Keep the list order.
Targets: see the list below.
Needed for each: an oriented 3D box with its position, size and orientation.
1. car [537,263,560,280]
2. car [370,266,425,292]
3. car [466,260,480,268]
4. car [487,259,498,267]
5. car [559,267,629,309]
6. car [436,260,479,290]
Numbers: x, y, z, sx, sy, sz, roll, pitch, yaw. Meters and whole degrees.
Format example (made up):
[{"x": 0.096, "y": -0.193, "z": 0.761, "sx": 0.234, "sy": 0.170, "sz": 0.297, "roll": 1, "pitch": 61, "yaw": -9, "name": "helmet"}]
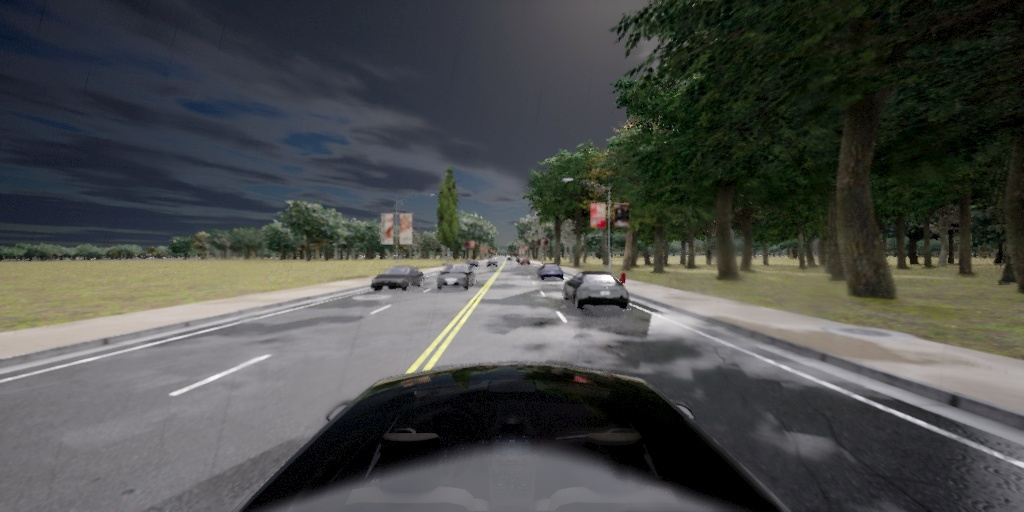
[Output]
[{"x": 3.308, "y": 1.290, "z": 31.302, "sx": 1.994, "sy": 1.385, "sz": 4.181, "roll": 0, "pitch": 0, "yaw": 0, "name": "car"}, {"x": -6.618, "y": 1.281, "z": 21.424, "sx": 2.033, "sy": 1.411, "sz": 5.357, "roll": 0, "pitch": 0, "yaw": 0, "name": "car"}, {"x": -6.711, "y": 1.318, "z": 61.568, "sx": 1.895, "sy": 1.301, "sz": 4.718, "roll": 0, "pitch": 0, "yaw": 0, "name": "car"}, {"x": -3.458, "y": 1.264, "z": 63.442, "sx": 2.033, "sy": 1.411, "sz": 5.357, "roll": 0, "pitch": 0, "yaw": 0, "name": "car"}, {"x": 3.342, "y": 1.303, "z": 14.883, "sx": 1.994, "sy": 1.385, "sz": 4.181, "roll": 0, "pitch": 0, "yaw": 0, "name": "car"}, {"x": -3.366, "y": 1.225, "z": 22.173, "sx": 2.128, "sy": 1.511, "sz": 4.902, "roll": 0, "pitch": 0, "yaw": 0, "name": "car"}]
